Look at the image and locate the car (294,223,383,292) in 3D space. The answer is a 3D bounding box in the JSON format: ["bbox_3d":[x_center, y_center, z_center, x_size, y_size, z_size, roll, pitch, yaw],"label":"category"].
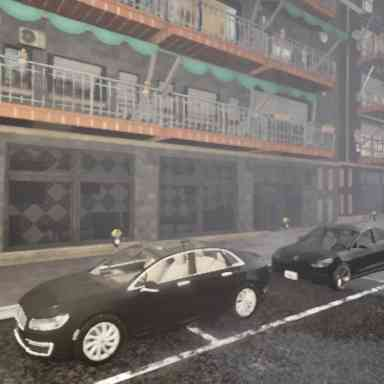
[{"bbox_3d":[4.076,1.556,8.992,4.313,1.339,1.947,0,1,-35],"label":"car"}]

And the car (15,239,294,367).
[{"bbox_3d":[-0.542,1.548,5.700,4.403,1.369,2.008,0,1,-35],"label":"car"}]
